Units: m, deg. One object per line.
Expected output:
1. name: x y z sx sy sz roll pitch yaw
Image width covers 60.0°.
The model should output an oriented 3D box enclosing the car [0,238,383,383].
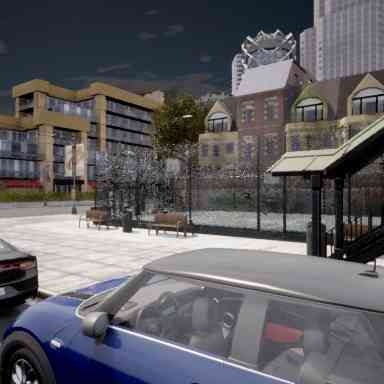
1. car: 0.148 1.354 3.198 4.553 1.767 2.185 0 0 35
